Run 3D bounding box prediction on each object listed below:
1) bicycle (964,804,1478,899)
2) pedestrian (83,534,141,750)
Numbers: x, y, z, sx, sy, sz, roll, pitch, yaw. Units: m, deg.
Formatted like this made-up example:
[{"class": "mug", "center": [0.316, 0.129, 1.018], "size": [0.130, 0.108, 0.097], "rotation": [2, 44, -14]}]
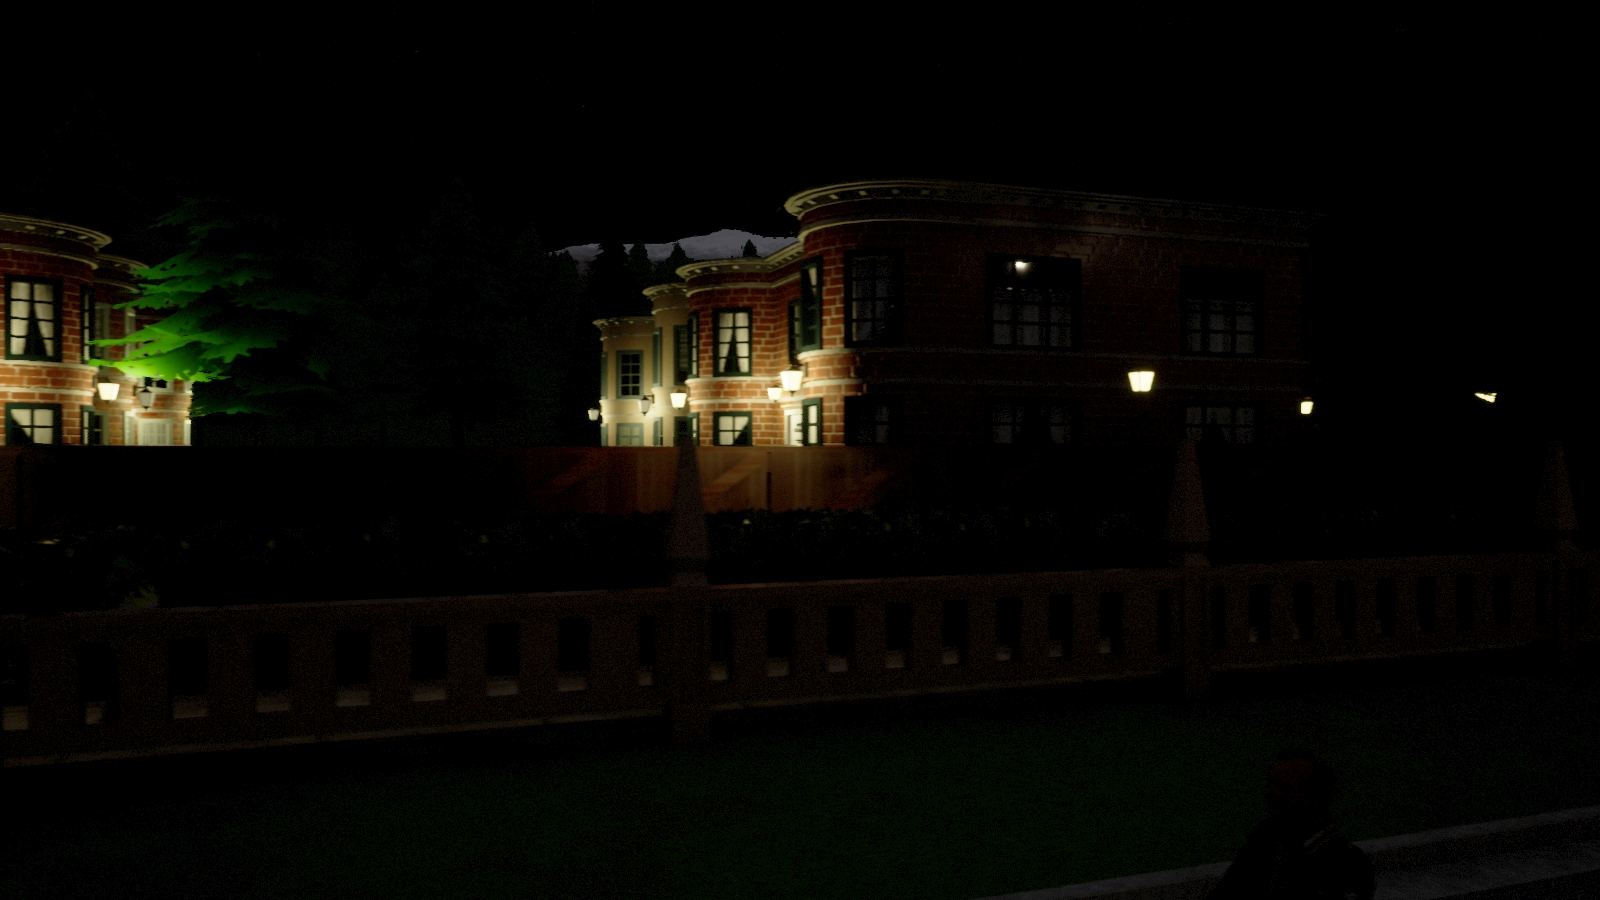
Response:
[{"class": "bicycle", "center": [1.439, 2.061, 3.816], "size": [1.835, 1.471, 0.329], "rotation": [0, 0, -20]}, {"class": "pedestrian", "center": [-6.156, 1.696, 10.228], "size": [0.375, 1.860, 0.375], "rotation": [0, 0, -19]}]
